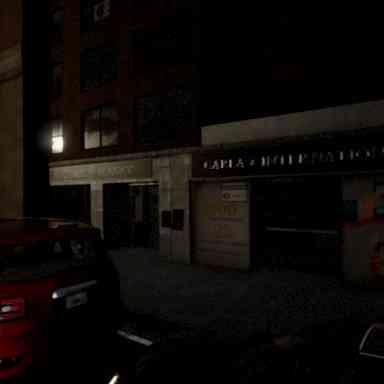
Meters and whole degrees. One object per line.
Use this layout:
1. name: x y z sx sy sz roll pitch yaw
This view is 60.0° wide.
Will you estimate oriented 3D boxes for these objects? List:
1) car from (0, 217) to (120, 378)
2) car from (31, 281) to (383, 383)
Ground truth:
1. car: -3.257 1.320 5.183 5.009 1.841 2.192 0 -1 36
2. car: 1.203 1.551 1.997 4.403 1.369 2.008 0 -1 36
